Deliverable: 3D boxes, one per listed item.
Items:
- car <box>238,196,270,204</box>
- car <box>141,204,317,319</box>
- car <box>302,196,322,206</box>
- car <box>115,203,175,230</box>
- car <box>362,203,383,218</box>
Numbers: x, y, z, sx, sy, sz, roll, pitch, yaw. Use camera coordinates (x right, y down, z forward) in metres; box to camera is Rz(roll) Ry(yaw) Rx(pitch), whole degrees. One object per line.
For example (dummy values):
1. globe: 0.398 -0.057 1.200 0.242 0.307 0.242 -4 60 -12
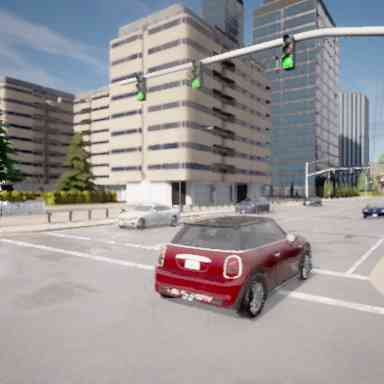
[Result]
1. car: 6.071 1.255 32.895 2.097 1.767 4.553 0 0 36
2. car: 1.216 1.328 7.745 2.097 1.767 4.553 0 0 35
3. car: 17.868 1.389 49.266 2.128 1.511 4.902 0 0 36
4. car: -2.608 1.438 20.702 1.812 1.442 4.674 0 0 37
5. car: 15.966 1.562 28.521 1.895 1.301 4.718 0 0 36
